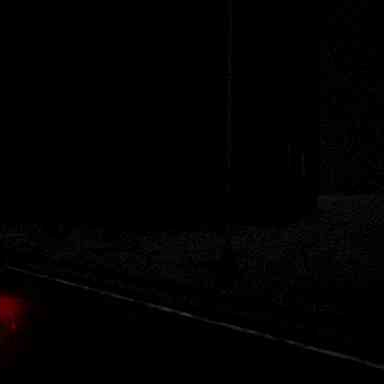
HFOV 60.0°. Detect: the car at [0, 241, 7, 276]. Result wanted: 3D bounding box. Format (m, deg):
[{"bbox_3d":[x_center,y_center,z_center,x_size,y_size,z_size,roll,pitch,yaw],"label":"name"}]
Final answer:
[{"bbox_3d":[-6.789,1.500,8.844,4.892,1.490,1.837,0,0,36],"label":"car"}]
